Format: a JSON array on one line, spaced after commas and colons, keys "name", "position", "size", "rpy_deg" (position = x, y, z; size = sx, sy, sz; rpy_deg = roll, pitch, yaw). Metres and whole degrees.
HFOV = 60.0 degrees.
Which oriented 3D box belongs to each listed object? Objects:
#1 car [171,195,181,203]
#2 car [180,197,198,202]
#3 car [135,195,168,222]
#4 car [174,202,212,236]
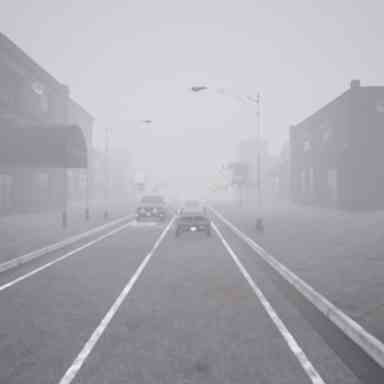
[{"name": "car", "position": [-3.141, 1.353, 69.432], "size": [2.097, 1.767, 4.553], "rpy_deg": [0, 0, 0]}, {"name": "car", "position": [0.018, 1.558, 36.790], "size": [2.033, 1.411, 5.357], "rpy_deg": [0, 0, 0]}, {"name": "car", "position": [-3.156, 1.261, 26.971], "size": [2.150, 2.045, 5.566], "rpy_deg": [0, 0, 0]}, {"name": "car", "position": [0.060, 1.530, 18.445], "size": [1.837, 1.490, 4.892], "rpy_deg": [0, 0, 0]}]
